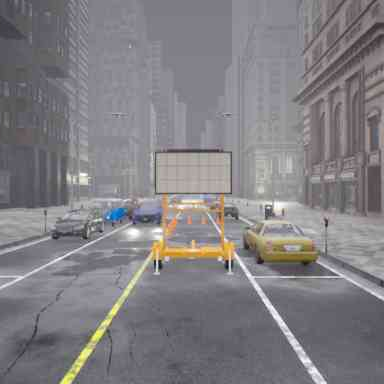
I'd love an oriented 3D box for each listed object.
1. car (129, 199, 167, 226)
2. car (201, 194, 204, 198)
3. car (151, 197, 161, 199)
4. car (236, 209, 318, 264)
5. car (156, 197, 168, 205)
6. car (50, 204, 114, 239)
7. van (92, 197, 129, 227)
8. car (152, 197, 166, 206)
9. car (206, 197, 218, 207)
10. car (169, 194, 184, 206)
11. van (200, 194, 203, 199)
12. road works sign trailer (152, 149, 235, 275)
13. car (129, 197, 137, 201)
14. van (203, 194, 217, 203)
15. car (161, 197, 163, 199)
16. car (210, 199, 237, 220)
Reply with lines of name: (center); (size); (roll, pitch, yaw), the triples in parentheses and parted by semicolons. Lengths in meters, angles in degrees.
car: (-2.992, 1.481, 23.792); (1.882, 1.535, 5.008); (0, 0, 0)
car: (3.057, 1.557, 61.148); (1.887, 1.381, 4.507); (0, 0, 0)
car: (-5.571, 1.533, 44.459); (1.752, 1.417, 4.829); (0, 0, 0)
car: (2.823, 1.527, 11.594); (1.752, 1.417, 4.829); (0, 0, 0)
car: (-5.498, 1.557, 61.205); (1.887, 1.381, 4.507); (0, 0, 0)
car: (-5.690, 1.553, 17.002); (2.008, 1.369, 4.403); (0, 0, 0)
van: (-5.665, 1.345, 22.528); (1.690, 1.788, 3.998); (0, 0, 0)
car: (-5.522, 1.555, 55.680); (1.887, 1.381, 4.507); (0, 0, 0)
car: (2.952, 1.589, 39.048); (1.802, 1.307, 4.206); (0, 0, 0)
car: (-2.746, 1.515, 55.911); (1.837, 1.490, 4.892); (0, 0, 0)
van: (3.084, 1.355, 66.673); (1.690, 1.788, 3.998); (0, 0, 0)
road works sign trailer: (0.047, 0.466, 10.474); (2.380, 3.560, 2.880); (0, 0, 0)
car: (-5.641, 1.319, 28.053); (2.192, 1.841, 5.009); (0, 0, 0)
van: (3.006, 1.350, 50.099); (1.690, 1.788, 3.998); (0, 0, 0)
car: (-5.546, 1.554, 50.155); (1.887, 1.381, 4.507); (0, 0, 0)
car: (2.900, 1.555, 27.999); (2.008, 1.369, 4.403); (0, 0, 0)
